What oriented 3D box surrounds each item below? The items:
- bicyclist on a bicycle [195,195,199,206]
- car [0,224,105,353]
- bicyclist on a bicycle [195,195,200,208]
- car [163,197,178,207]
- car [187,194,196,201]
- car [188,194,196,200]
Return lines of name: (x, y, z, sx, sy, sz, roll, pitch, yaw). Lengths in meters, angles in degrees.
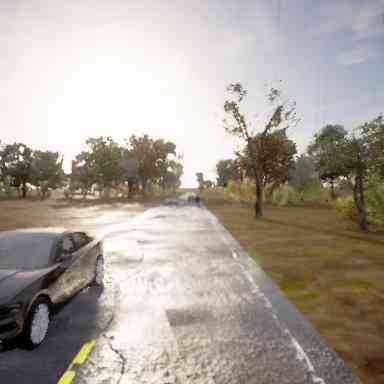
bicyclist on a bicycle: (0.811, 1.303, 52.241, 0.582, 1.620, 1.656, 0, 0, 0)
car: (-3.103, 1.462, 6.393, 1.882, 1.535, 5.008, 0, 0, 0)
bicyclist on a bicycle: (0.813, 1.248, 43.652, 0.659, 1.776, 1.843, 0, 1, 0)
car: (-3.083, 1.425, 49.216, 1.994, 1.385, 4.181, 0, 0, 0)
car: (-0.019, 1.304, 72.573, 2.128, 1.511, 4.902, 0, 0, 0)
car: (-0.022, 1.236, 83.126, 1.895, 1.301, 4.718, 0, 0, 0)
